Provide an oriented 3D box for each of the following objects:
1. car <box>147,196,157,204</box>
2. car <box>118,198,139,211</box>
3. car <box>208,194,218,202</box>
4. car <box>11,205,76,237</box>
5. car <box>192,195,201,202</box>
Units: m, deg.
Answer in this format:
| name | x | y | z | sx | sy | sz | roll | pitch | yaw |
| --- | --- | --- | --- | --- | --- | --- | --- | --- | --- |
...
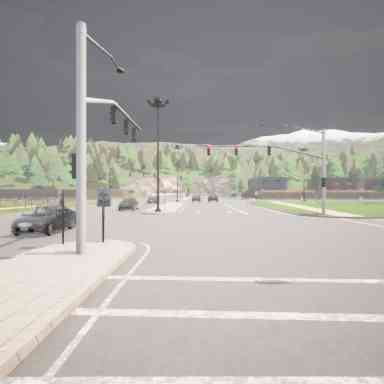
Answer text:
| name | x | y | z | sx | sy | sz | roll | pitch | yaw |
| --- | --- | --- | --- | --- | --- | --- | --- | --- | --- |
| car | -7.261 | 1.492 | 61.989 | 2.128 | 1.511 | 4.902 | 0 | 0 | 1 |
| car | -7.634 | 1.504 | 40.109 | 1.837 | 1.490 | 4.892 | 0 | 0 | 1 |
| car | 4.376 | 1.188 | 69.730 | 2.097 | 1.767 | 4.553 | 0 | 0 | 1 |
| car | -7.937 | 1.491 | 18.243 | 2.128 | 1.511 | 4.902 | 0 | 0 | 1 |
| car | 0.877 | 1.358 | 69.806 | 2.128 | 1.511 | 4.902 | 0 | 0 | 1 |
